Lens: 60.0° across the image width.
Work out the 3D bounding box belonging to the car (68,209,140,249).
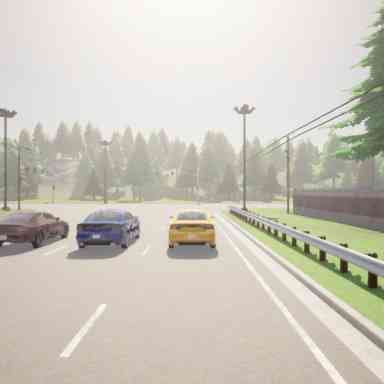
[{"bbox_3d":[-3.500,1.484,14.650,1.882,1.535,5.008,0,0,0],"label":"car"}]

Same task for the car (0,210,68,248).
[{"bbox_3d":[-7.000,1.532,14.650,1.812,1.442,4.674,0,0,0],"label":"car"}]

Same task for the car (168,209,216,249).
[{"bbox_3d":[0.000,1.484,14.650,1.882,1.535,5.008,0,0,0],"label":"car"}]
